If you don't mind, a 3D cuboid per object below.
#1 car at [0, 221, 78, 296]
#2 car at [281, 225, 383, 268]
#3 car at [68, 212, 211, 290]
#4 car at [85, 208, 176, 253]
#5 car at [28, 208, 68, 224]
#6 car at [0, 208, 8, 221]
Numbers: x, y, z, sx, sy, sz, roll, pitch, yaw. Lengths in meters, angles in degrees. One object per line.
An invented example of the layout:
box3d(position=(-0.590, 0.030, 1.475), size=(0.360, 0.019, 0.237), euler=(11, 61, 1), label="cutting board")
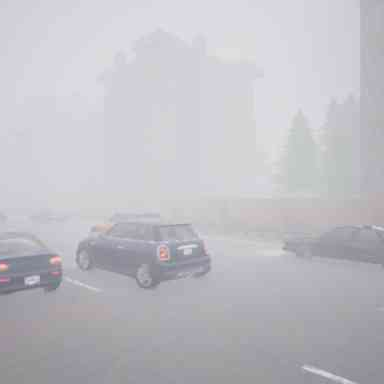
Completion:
box3d(position=(-4.982, 1.687, 8.496), size=(4.674, 1.442, 1.812), euler=(-1, -2, 44), label="car")
box3d(position=(6.139, 1.944, 12.403), size=(5.357, 1.411, 2.033), euler=(-1, -2, 44), label="car")
box3d(position=(-1.654, 1.597, 10.166), size=(4.553, 1.767, 2.097), euler=(0, -2, 44), label="car")
box3d(position=(-3.122, 1.735, 16.390), size=(4.553, 1.767, 2.097), euler=(0, -2, 44), label="car")
box3d(position=(-13.361, 2.168, 30.944), size=(5.357, 1.411, 2.033), euler=(-1, -2, 44), label="car")
box3d(position=(-19.074, 2.091, 31.549), size=(4.674, 1.442, 1.812), euler=(-1, -2, 44), label="car")
